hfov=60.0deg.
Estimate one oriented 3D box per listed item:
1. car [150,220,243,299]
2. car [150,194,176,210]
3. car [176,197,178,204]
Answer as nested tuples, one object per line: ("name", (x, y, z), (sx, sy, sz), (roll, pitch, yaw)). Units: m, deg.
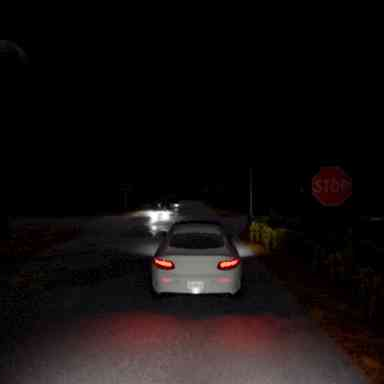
("car", (0.133, 1.407, 8.050), (1.812, 1.442, 4.674), (0, 1, 2))
("car", (-3.162, 1.029, 34.487), (2.128, 1.511, 4.902), (0, 0, 0))
("car", (-3.123, 1.100, 50.836), (1.812, 1.442, 4.674), (0, 0, 0))
